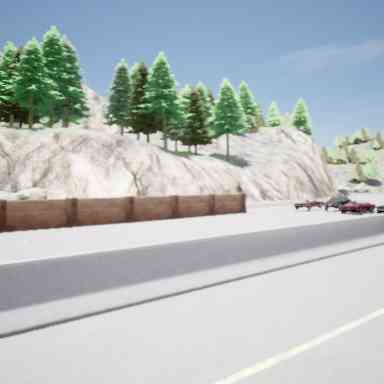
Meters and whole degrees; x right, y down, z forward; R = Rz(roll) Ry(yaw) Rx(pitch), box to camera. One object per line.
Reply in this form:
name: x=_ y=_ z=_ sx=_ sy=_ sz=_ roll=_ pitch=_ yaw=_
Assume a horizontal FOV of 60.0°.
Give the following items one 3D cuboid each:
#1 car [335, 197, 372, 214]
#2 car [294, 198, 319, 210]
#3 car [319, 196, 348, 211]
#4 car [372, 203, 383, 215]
car: x=16.411 y=1.471 z=32.972 sx=4.718 sy=1.301 sz=1.895 roll=-1 pitch=-1 yaw=-43
car: x=14.275 y=1.430 z=40.601 sx=1.895 sy=1.301 sz=4.718 roll=-2 pitch=-1 yaw=44
car: x=16.789 y=1.226 z=38.173 sx=1.837 sy=1.490 sz=4.892 roll=-2 pitch=-1 yaw=44
car: x=18.332 y=1.374 z=29.978 sx=4.718 sy=1.301 sz=1.895 roll=-1 pitch=-1 yaw=-43
